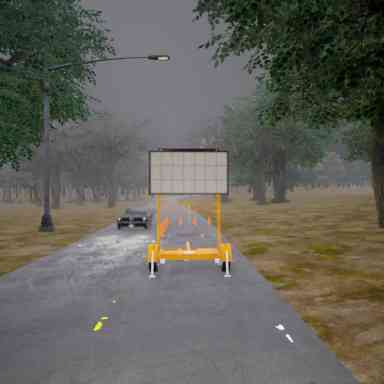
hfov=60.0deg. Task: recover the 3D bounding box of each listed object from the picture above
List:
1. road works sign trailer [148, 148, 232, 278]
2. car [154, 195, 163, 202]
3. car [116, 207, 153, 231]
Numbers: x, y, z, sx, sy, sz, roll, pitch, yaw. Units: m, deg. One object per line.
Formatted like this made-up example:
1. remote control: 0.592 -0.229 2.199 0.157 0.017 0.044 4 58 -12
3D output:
1. road works sign trailer: -0.097 0.475 10.220 2.380 3.560 2.880 0 0 -2
2. car: -8.970 1.602 89.786 2.150 2.045 5.566 0 0 -5
3. car: -3.539 1.628 21.176 1.895 1.301 4.718 0 0 -3
